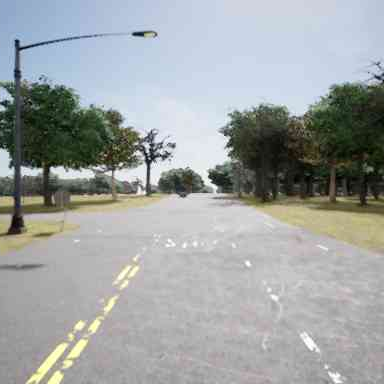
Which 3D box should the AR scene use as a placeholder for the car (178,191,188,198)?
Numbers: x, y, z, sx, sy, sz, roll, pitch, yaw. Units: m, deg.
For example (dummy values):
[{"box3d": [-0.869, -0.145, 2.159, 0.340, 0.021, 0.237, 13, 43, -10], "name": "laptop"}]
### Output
[{"box3d": [-1.972, 0.546, 71.570, 1.895, 1.301, 4.718, 0, 1, 2], "name": "car"}]
